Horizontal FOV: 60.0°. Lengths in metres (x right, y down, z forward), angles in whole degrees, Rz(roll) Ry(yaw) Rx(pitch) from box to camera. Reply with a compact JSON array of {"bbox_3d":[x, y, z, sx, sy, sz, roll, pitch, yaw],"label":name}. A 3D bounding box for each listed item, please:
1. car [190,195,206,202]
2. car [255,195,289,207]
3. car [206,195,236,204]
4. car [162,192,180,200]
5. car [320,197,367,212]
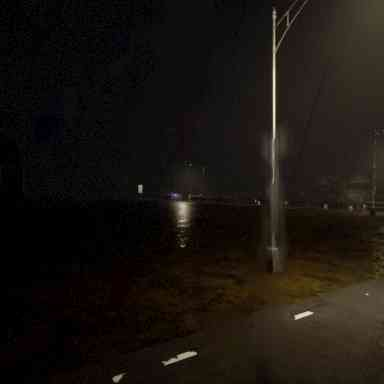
[{"bbox_3d":[1.601,1.191,63.315,1.895,1.301,4.718,2,-1,-35],"label":"car"},{"bbox_3d":[10.590,1.176,44.255,1.837,1.490,4.892,2,0,-35],"label":"car"},{"bbox_3d":[4.822,1.172,52.400,1.895,1.301,4.718,2,-1,-35],"label":"car"},{"bbox_3d":[-4.619,0.875,71.927,2.097,1.767,4.553,2,-1,-35],"label":"car"},{"bbox_3d":[16.344,1.291,36.140,1.837,1.490,4.892,2,0,-35],"label":"car"}]
